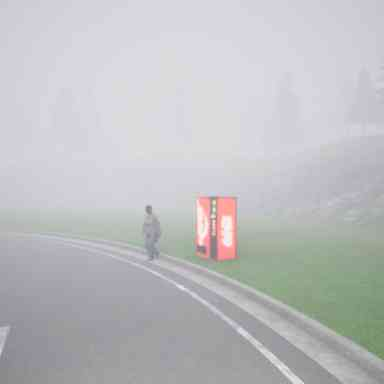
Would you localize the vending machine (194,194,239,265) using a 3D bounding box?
[{"bbox_3d":[0.763,1.126,10.541,1.100,2.100,0.880,0,0,-33],"label":"vending machine"}]

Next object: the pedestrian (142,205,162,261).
[{"bbox_3d":[-1.266,1.226,10.370,0.375,1.860,0.375,0,0,-36],"label":"pedestrian"}]
